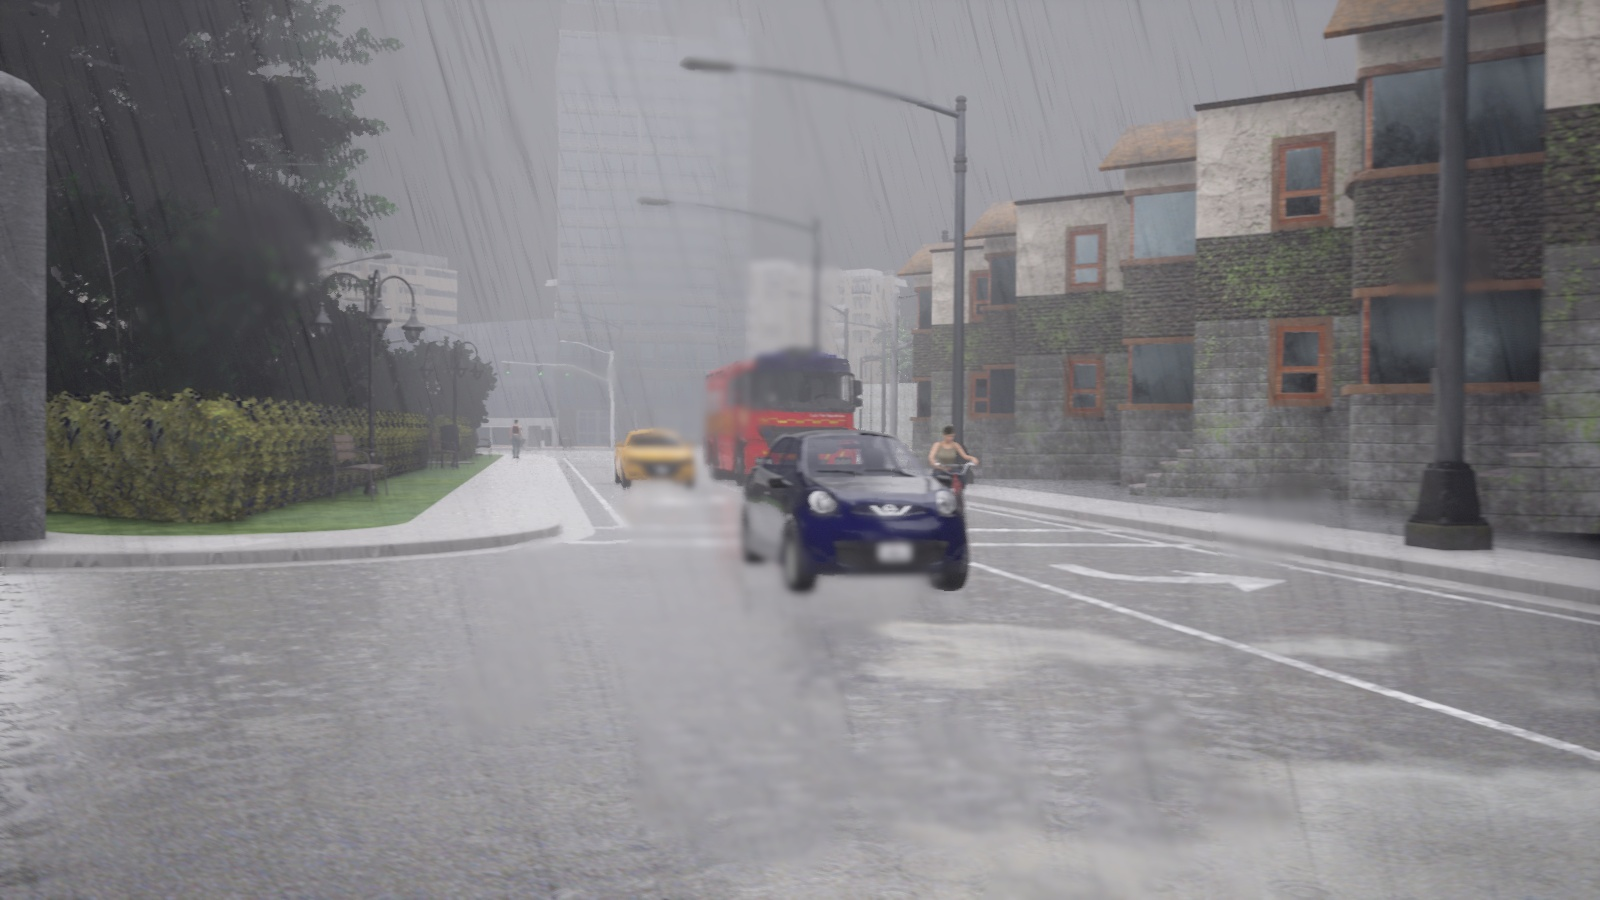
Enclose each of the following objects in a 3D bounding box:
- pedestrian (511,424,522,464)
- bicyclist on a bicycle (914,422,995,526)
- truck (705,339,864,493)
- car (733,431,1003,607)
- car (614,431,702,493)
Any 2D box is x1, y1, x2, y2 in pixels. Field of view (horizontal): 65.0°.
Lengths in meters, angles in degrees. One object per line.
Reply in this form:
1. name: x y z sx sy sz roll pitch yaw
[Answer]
1. pedestrian: -13.090 -0.283 57.974 0.345 1.836 0.594 -1 1 -3
2. bicyclist on a bicycle: 2.491 0.367 20.387 0.866 1.612 1.509 -1 1 -11
3. truck: -0.681 -0.913 35.589 2.891 3.827 8.468 -1 1 -12
4. car: 0.520 0.566 12.724 1.845 1.501 3.633 -1 1 -12
5. car: -3.937 0.279 34.123 1.882 1.535 5.008 -1 1 -12
